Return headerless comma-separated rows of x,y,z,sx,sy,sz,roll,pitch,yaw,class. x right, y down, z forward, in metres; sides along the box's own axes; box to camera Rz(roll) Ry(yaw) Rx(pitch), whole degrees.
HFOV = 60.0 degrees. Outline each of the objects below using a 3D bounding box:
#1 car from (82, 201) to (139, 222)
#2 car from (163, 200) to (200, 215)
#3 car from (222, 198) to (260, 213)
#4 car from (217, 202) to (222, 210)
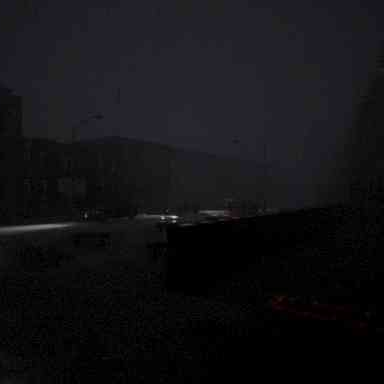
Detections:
-6.353,1.492,26.386,2.128,1.511,4.902,0,0,36,car
-0.980,1.526,33.881,1.812,1.442,4.674,0,0,36,car
5.712,1.491,36.032,2.128,1.511,4.902,0,0,36,car
5.017,1.478,42.219,1.882,1.535,5.008,0,0,36,car
